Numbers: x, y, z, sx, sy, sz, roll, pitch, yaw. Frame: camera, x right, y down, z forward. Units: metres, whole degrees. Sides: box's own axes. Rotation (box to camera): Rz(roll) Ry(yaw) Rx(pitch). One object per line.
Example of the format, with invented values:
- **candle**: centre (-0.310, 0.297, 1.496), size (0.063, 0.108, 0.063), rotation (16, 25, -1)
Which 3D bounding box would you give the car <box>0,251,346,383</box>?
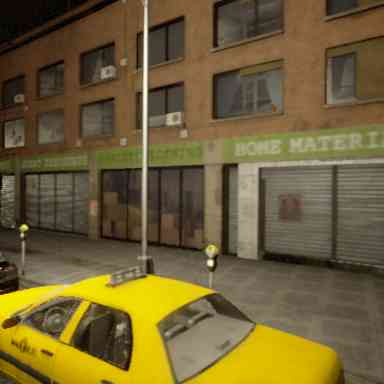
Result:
- **car**: centre (-0.910, 1.521, 3.718), size (4.829, 1.417, 1.752), rotation (0, 1, 35)
